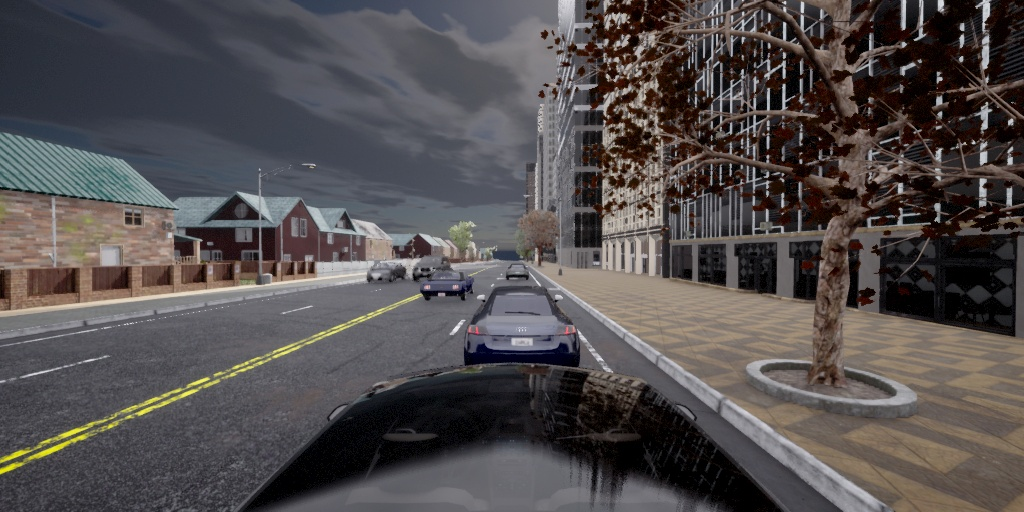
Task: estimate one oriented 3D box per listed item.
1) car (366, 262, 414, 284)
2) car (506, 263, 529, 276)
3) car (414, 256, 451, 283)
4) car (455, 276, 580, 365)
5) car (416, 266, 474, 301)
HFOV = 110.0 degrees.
[{"bbox_3d":[-9.525,1.258,27.617,2.128,1.511,4.902,0,0,1],"label":"car"},{"bbox_3d":[0.478,1.338,31.713,1.994,1.385,4.181,0,0,1],"label":"car"},{"bbox_3d":[-6.261,0.990,28.665,2.150,2.045,5.566,0,0,1],"label":"car"},{"bbox_3d":[0.174,1.314,7.618,1.994,1.385,4.181,0,0,0],"label":"car"},{"bbox_3d":[-2.954,1.355,17.436,1.895,1.301,4.718,0,0,1],"label":"car"}]
